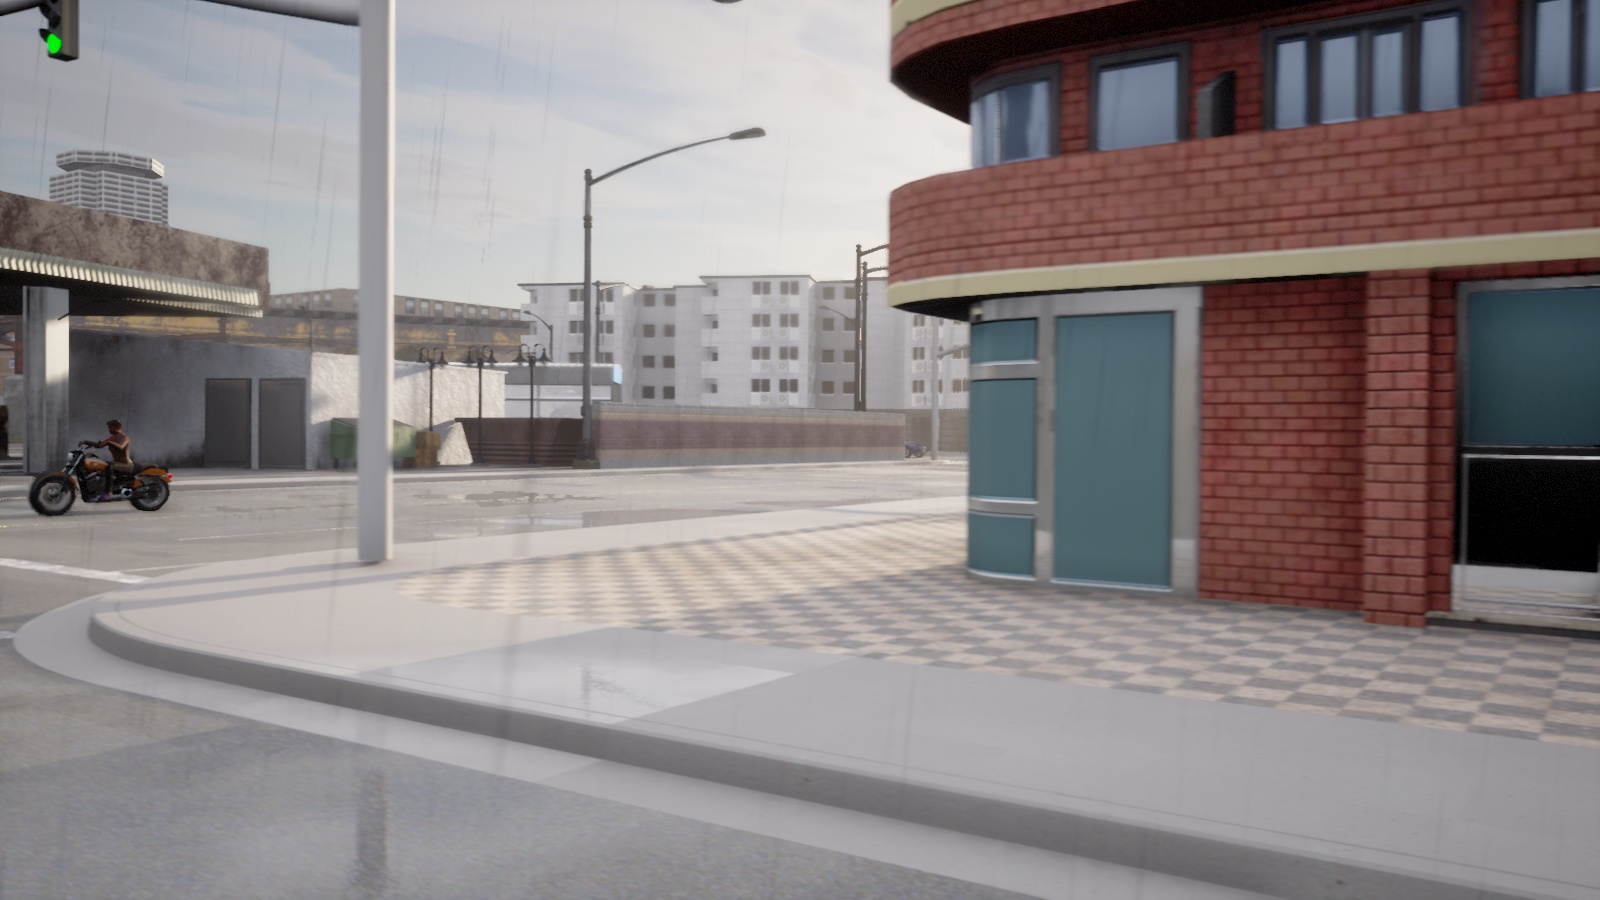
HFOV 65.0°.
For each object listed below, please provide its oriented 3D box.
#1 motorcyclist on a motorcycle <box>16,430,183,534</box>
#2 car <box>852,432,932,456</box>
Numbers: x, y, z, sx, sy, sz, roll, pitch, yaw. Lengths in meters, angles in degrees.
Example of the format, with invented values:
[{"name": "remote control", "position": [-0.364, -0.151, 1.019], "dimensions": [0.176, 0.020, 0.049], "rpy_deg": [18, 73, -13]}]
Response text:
[{"name": "motorcyclist on a motorcycle", "position": [-11.750, 0.499, 21.149], "dimensions": [0.766, 1.649, 2.350], "rpy_deg": [0, 1, 33]}, {"name": "car", "position": [5.710, -0.361, 78.142], "dimensions": [4.674, 1.442, 1.812], "rpy_deg": [0, 1, 34]}]
